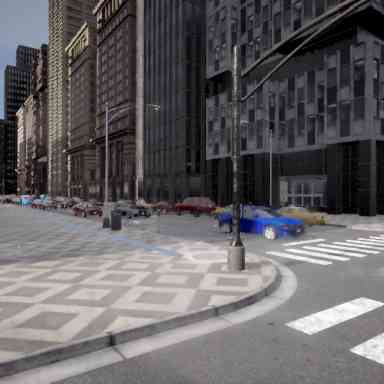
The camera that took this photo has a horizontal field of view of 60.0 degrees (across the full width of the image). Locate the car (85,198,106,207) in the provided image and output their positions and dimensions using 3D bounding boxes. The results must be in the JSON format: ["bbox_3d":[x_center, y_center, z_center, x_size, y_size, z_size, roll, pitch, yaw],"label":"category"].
[{"bbox_3d":[-15.912,1.727,54.679,1.947,1.339,4.313,0,0,-35],"label":"car"}]

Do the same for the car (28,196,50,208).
[{"bbox_3d":[-22.861,1.713,49.740,1.802,1.307,4.206,0,0,-35],"label":"car"}]

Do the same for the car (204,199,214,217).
[{"bbox_3d":[3.410,1.594,27.386,1.752,1.417,4.829,0,0,-35],"label":"car"}]

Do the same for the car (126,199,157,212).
[{"bbox_3d":[-6.301,1.639,41.102,1.752,1.417,4.829,0,0,-35],"label":"car"}]

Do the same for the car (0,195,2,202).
[{"bbox_3d":[-45.519,1.690,81.746,1.967,1.590,4.097,0,0,-35],"label":"car"}]

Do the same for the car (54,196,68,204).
[{"bbox_3d":[-28.859,1.668,72.967,1.967,1.590,4.097,0,0,-35],"label":"car"}]

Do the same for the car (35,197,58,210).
[{"bbox_3d":[-19.624,1.696,45.168,1.802,1.307,4.206,0,0,-35],"label":"car"}]

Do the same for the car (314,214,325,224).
[{"bbox_3d":[6.646,1.578,22.814,1.752,1.417,4.829,0,0,-35],"label":"car"}]

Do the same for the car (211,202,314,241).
[{"bbox_3d":[3.433,1.502,17.208,1.882,1.535,5.008,0,0,-35],"label":"car"}]

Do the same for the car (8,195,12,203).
[{"bbox_3d":[-35.808,1.780,68.029,1.802,1.307,4.206,0,0,-35],"label":"car"}]

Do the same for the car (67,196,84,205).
[{"bbox_3d":[-22.386,1.635,63.823,1.967,1.590,4.097,0,0,-35],"label":"car"}]

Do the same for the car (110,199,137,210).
[{"bbox_3d":[-9.439,1.680,45.535,2.008,1.369,4.403,0,0,-35],"label":"car"}]

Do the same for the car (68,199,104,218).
[{"bbox_3d":[-9.913,1.612,31.451,1.887,1.381,4.507,0,0,-35],"label":"car"}]

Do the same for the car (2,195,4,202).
[{"bbox_3d":[-42.283,1.814,77.174,1.802,1.307,4.206,0,0,-35],"label":"car"}]

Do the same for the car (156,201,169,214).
[{"bbox_3d":[-2.965,1.643,36.391,1.887,1.381,4.507,0,0,-35],"label":"car"}]

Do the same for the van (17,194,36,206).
[{"bbox_3d":[-29.335,1.505,58.885,1.690,1.788,3.998,0,0,-35],"label":"van"}]

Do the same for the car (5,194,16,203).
[{"bbox_3d":[-39.046,1.530,72.602,2.192,1.841,5.009,0,0,-35],"label":"car"}]

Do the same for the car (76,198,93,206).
[{"bbox_3d":[-19.149,1.760,59.251,1.802,1.307,4.206,0,0,-35],"label":"car"}]

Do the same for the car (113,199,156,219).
[{"bbox_3d":[-5.269,1.629,29.509,1.994,1.385,4.181,0,0,-35],"label":"car"}]

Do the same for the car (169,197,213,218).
[{"bbox_3d":[0.271,1.398,31.820,2.192,1.841,5.009,0,0,-35],"label":"car"}]

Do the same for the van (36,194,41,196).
[{"bbox_3d":[-38.570,1.622,86.683,1.690,1.788,3.998,0,0,-35],"label":"van"}]

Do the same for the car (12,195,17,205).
[{"bbox_3d":[-32.474,1.705,63.318,1.752,1.417,4.829,0,0,-35],"label":"car"}]

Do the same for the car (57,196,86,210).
[{"bbox_3d":[-16.554,1.685,45.571,1.994,1.385,4.181,0,0,-35],"label":"car"}]
